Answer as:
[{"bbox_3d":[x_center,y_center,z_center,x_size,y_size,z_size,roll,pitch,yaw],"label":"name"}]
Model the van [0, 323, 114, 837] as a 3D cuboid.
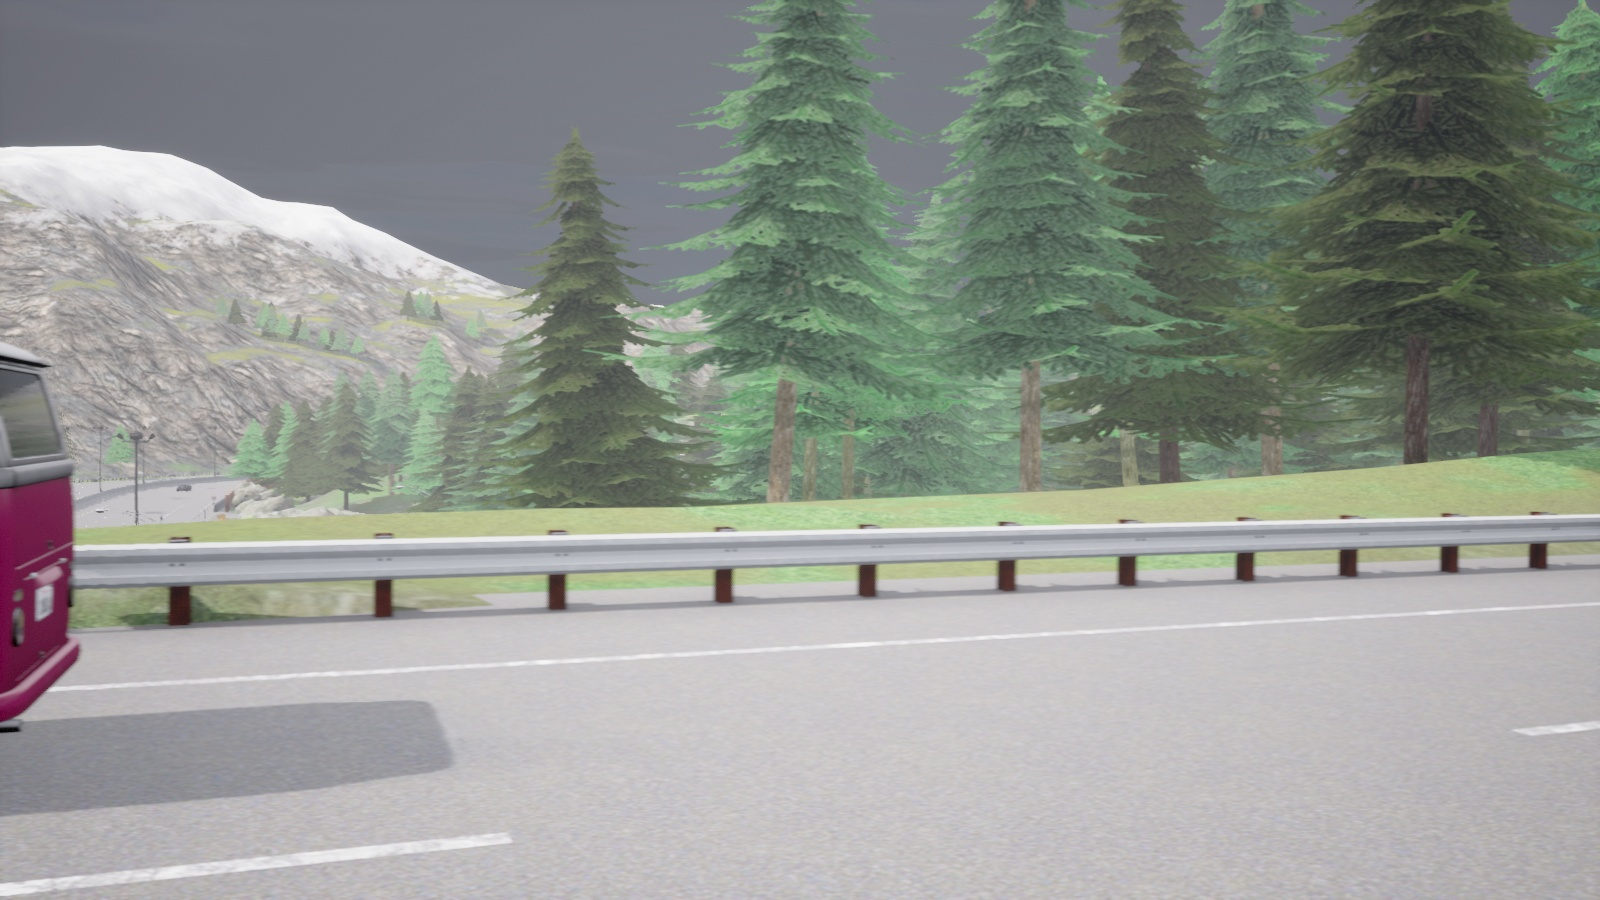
[{"bbox_3d":[-5.365,0.528,4.943,4.442,1.987,1.775,-1,1,-21],"label":"van"}]
